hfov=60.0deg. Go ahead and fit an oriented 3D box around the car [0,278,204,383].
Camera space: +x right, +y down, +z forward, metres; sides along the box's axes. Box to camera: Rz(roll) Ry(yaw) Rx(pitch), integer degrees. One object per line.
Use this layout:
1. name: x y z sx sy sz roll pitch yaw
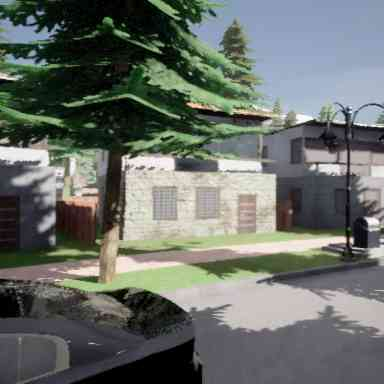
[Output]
1. car: -2.255 1.457 2.130 5.008 1.535 1.882 0 0 -34
